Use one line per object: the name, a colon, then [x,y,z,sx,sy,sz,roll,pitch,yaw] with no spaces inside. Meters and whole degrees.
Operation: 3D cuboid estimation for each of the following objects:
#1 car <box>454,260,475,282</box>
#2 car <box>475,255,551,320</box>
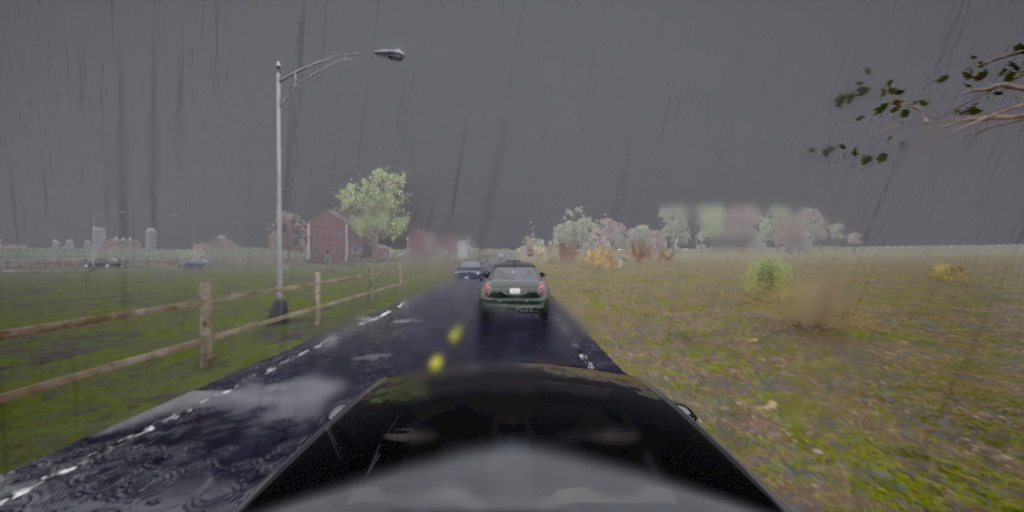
car: [-2.841,1.014,25.716,2.033,1.411,5.357,0,1,0]
car: [0.087,0.980,12.223,2.097,1.767,4.553,0,1,0]
